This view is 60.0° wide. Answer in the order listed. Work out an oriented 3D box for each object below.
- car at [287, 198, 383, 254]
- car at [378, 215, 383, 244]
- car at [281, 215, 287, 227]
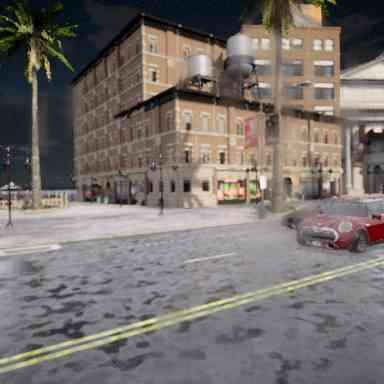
[{"bbox_3d":[5.945,1.063,12.197,4.553,1.767,2.097,-2,1,-34],"label":"car"},{"bbox_3d":[6.865,1.274,8.347,4.674,1.442,1.812,-2,1,-34],"label":"car"},{"bbox_3d":[6.996,1.168,17.133,5.357,1.411,2.033,-2,1,-34],"label":"car"}]
